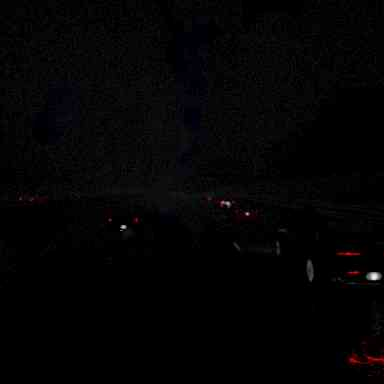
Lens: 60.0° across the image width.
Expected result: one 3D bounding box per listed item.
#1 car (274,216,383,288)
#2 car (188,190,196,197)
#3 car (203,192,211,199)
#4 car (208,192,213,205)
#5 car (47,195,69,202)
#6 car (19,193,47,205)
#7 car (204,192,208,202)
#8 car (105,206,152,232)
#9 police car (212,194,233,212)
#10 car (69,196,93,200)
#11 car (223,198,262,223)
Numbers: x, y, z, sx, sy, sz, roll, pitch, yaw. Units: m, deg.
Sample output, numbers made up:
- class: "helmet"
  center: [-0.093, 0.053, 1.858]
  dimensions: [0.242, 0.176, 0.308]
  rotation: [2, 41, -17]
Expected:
- class: "car"
  center: [3.595, 1.410, 8.982]
  dimensions: [1.837, 1.490, 4.892]
  rotation: [0, 0, 0]
- class: "car"
  center: [-0.017, 0.533, 87.028]
  dimensions: [1.837, 1.490, 4.892]
  rotation: [0, 0, 0]
- class: "car"
  center: [3.484, 0.692, 78.220]
  dimensions: [1.801, 1.575, 5.366]
  rotation: [0, 0, 0]
- class: "car"
  center: [3.491, 1.048, 45.013]
  dimensions: [1.837, 1.490, 4.892]
  rotation: [0, 1, 0]
- class: "car"
  center: [-17.571, 1.103, 45.477]
  dimensions: [1.994, 1.385, 4.181]
  rotation: [0, 1, 0]
- class: "car"
  center: [-21.073, 0.903, 44.268]
  dimensions: [2.097, 1.767, 4.553]
  rotation: [0, 1, 0]
- class: "car"
  center: [3.489, 1.034, 56.049]
  dimensions: [1.895, 1.301, 4.718]
  rotation: [0, 1, 0]
- class: "car"
  center: [-3.404, 1.409, 18.772]
  dimensions: [1.895, 1.301, 4.718]
  rotation: [0, 1, 0]
- class: "police car"
  center: [3.493, 1.158, 34.008]
  dimensions: [2.038, 1.542, 4.974]
  rotation: [0, 1, 0]
- class: "car"
  center: [-14.081, 1.157, 43.737]
  dimensions: [1.895, 1.301, 4.718]
  rotation: [0, 1, 0]
- class: "car"
  center: [3.495, 1.329, 23.002]
  dimensions: [1.994, 1.385, 4.181]
  rotation: [0, 1, 0]
